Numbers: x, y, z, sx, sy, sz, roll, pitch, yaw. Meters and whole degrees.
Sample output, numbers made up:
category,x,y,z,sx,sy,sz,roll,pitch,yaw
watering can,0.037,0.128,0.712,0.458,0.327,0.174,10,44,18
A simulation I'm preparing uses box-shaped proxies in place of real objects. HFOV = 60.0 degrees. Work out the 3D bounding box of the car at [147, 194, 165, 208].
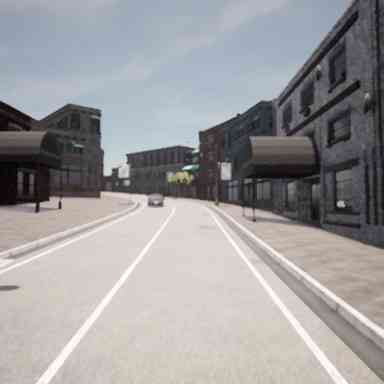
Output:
category,x,y,z,sx,sy,sz,roll,pitch,yaw
car,-4.237,0.998,39.543,2.128,1.511,4.902,0,1,-6
